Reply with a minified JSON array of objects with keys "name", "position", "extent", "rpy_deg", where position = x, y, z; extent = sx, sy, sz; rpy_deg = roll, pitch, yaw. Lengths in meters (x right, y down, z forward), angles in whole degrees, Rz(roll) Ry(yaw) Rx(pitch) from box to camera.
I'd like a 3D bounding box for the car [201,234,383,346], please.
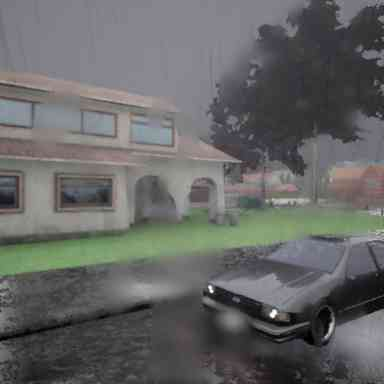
[{"name":"car","position":[2.788,1.577,6.561],"extent":[5.357,1.411,2.033],"rpy_deg":[0,0,-35]}]
